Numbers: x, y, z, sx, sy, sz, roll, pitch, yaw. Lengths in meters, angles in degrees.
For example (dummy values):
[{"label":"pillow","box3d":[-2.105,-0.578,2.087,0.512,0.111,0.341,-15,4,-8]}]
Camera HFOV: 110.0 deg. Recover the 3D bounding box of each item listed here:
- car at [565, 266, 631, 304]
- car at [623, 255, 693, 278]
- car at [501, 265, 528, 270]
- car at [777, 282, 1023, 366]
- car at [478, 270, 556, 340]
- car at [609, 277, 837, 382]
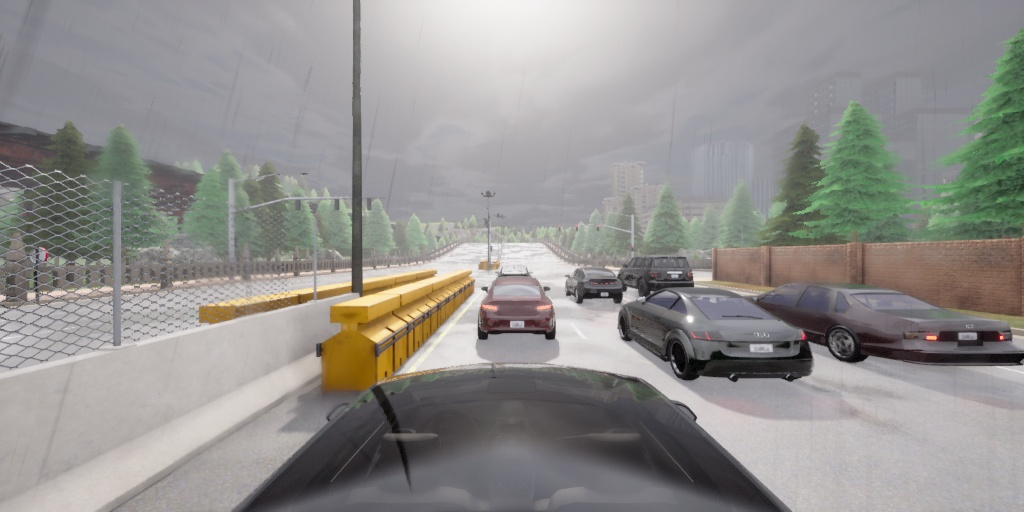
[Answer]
[{"label":"car","box3d":[3.613,1.255,16.401,1.837,1.490,4.892,0,0,0]},{"label":"car","box3d":[7.114,0.972,18.341,2.150,2.045,5.566,0,0,0]},{"label":"car","box3d":[0.116,1.241,19.109,2.128,1.511,4.902,0,0,0]},{"label":"car","box3d":[7.106,1.297,8.099,2.033,1.411,5.357,0,0,0]},{"label":"car","box3d":[0.109,1.276,9.863,1.812,1.442,4.674,0,0,0]},{"label":"car","box3d":[3.610,1.314,7.234,1.994,1.385,4.181,0,0,-1]}]
